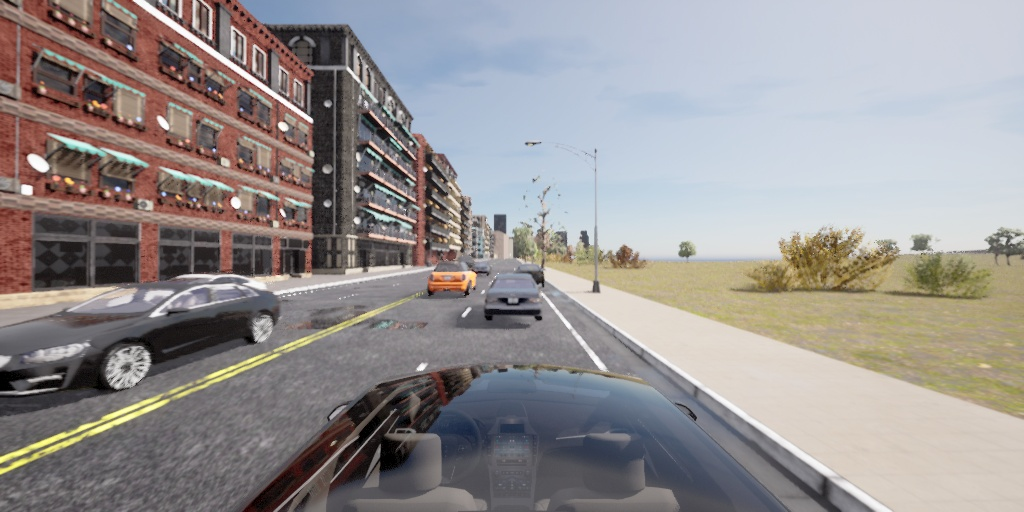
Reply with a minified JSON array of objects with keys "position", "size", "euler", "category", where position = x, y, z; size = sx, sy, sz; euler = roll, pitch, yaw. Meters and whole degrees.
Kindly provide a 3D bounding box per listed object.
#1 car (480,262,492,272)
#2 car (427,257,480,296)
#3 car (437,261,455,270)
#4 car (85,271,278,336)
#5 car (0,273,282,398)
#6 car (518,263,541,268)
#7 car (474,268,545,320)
[{"position":[-3.135,1.328,37.885],"size":[2.033,1.411,5.357],"euler":[0,0,0],"category":"car"},{"position":[-3.145,1.117,19.600],"size":[2.097,1.767,4.553],"euler":[0,0,0],"category":"car"},{"position":[-9.813,1.392,53.580],"size":[1.895,1.301,4.718],"euler":[0,0,0],"category":"car"},{"position":[-9.847,1.285,11.362],"size":[1.812,1.442,4.674],"euler":[0,0,0],"category":"car"},{"position":[-6.599,1.246,6.808],"size":[2.128,1.511,4.902],"euler":[0,0,0],"category":"car"},{"position":[1.146,1.248,24.310],"size":[1.882,1.535,5.008],"euler":[0,0,0],"category":"car"},{"position":[0.094,1.307,12.616],"size":[2.033,1.411,5.357],"euler":[0,0,2],"category":"car"}]
